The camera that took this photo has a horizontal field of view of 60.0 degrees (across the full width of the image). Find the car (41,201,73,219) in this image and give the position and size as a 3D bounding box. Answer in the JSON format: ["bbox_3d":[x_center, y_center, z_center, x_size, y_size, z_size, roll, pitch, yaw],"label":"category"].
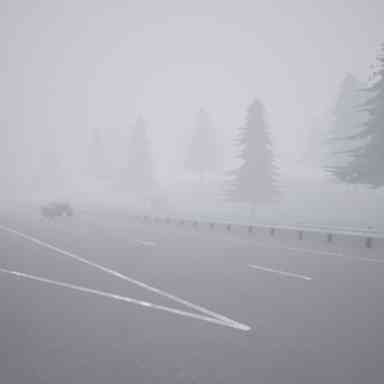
[{"bbox_3d":[-12.416,1.612,30.410,1.837,1.490,4.892,0,0,-37],"label":"car"}]
